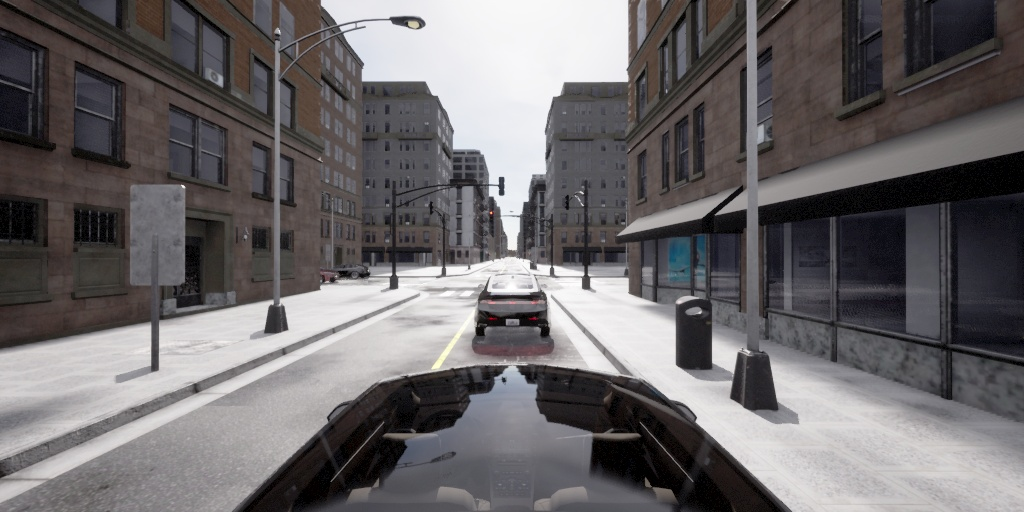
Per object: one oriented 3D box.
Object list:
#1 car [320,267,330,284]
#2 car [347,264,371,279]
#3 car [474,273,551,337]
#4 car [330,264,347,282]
[{"bbox_3d":[-14.713,1.289,23.487,4.313,1.339,1.948,0,0,0],"label":"car"},{"bbox_3d":[-14.686,1.330,31.513,4.313,1.339,1.948,0,0,0],"label":"car"},{"bbox_3d":[0.022,1.242,10.302,2.128,1.511,4.902,0,0,0],"label":"car"},{"bbox_3d":[-14.743,1.300,26.031,4.181,1.385,1.994,0,0,0],"label":"car"}]
